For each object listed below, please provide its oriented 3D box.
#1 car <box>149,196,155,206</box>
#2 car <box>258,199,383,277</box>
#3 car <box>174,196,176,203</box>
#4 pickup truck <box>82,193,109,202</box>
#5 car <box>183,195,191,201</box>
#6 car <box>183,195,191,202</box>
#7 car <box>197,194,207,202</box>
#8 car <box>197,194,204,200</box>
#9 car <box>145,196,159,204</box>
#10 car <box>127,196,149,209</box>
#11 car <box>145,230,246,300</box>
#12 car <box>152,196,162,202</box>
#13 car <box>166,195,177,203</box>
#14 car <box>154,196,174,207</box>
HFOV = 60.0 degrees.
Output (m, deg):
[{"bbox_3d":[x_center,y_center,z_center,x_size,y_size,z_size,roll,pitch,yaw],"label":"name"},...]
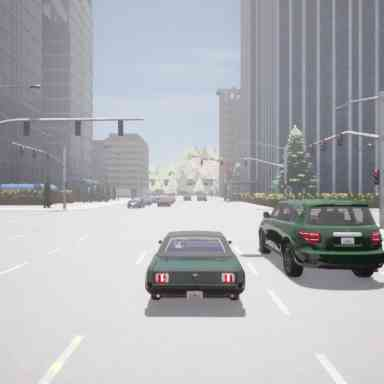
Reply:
[{"bbox_3d":[-7.866,1.522,55.962,1.812,1.442,4.674,0,0,-1],"label":"car"},{"bbox_3d":[3.588,1.221,10.349,2.150,2.045,5.566,0,0,0],"label":"car"},{"bbox_3d":[-4.423,1.597,61.898,1.895,1.301,4.718,0,0,0],"label":"car"},{"bbox_3d":[-21.151,1.054,73.381,2.390,2.098,6.274,0,0,30],"label":"pickup truck"},{"bbox_3d":[-1.244,1.534,88.871,2.033,1.411,5.357,0,0,-1],"label":"car"},{"bbox_3d":[-1.099,1.495,78.516,1.837,1.490,4.892,0,0,-1],"label":"car"},{"bbox_3d":[2.397,1.343,78.784,2.097,1.767,4.553,0,0,-1],"label":"car"},{"bbox_3d":[2.254,1.381,89.065,1.882,1.535,5.008,0,0,-1],"label":"car"},{"bbox_3d":[-7.953,1.487,66.168,2.128,1.511,4.902,0,0,0],"label":"car"},{"bbox_3d":[-7.799,1.489,46.707,2.128,1.511,4.902,0,0,1],"label":"car"},{"bbox_3d":[0.076,1.600,8.321,1.895,1.301,4.718,0,0,0],"label":"car"},{"bbox_3d":[-8.070,1.584,76.348,1.895,1.301,4.718,0,0,-1],"label":"car"},{"bbox_3d":[-4.514,1.520,72.353,2.128,1.511,4.902,0,0,-1],"label":"car"},{"bbox_3d":[-4.304,1.474,51.792,1.882,1.535,5.008,0,0,-1],"label":"car"}]
